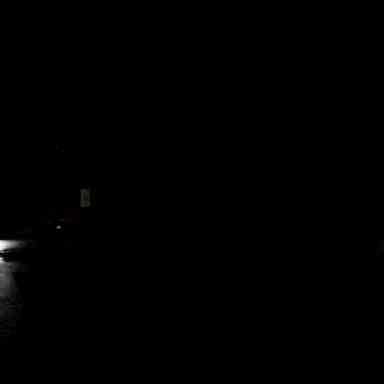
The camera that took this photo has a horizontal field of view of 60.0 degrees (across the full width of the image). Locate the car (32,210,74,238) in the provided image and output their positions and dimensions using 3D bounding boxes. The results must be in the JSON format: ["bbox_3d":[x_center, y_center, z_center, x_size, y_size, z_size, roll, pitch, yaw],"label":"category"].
[{"bbox_3d":[-8.480,1.802,20.146,1.882,1.535,5.008,-1,-1,-31],"label":"car"}]

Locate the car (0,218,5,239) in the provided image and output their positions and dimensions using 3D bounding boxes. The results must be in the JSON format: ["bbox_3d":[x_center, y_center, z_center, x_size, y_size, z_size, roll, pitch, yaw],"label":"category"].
[{"bbox_3d":[-12.139,1.894,19.274,1.837,1.490,4.892,-1,0,-32],"label":"car"}]
